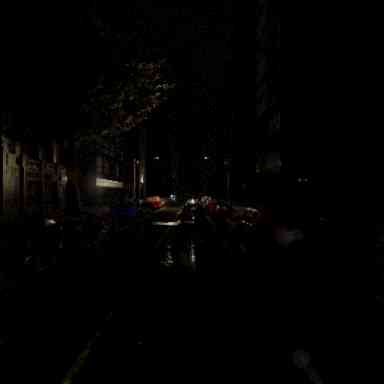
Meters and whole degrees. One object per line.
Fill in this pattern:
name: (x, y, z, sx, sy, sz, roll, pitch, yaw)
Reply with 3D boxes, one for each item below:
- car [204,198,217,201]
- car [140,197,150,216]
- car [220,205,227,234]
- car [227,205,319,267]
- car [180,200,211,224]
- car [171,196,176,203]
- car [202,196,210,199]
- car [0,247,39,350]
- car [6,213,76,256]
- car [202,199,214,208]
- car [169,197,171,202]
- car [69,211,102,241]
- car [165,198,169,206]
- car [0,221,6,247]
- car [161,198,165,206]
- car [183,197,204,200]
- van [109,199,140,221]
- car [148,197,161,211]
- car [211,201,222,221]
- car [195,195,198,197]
car: (2.678, 1.771, 39.684, 1.887, 1.381, 4.507, 0, 0, 0)
car: (-5.849, 1.629, 34.060, 1.967, 1.590, 4.097, 0, 0, 0)
car: (2.673, 1.608, 17.299, 1.752, 1.417, 4.829, 0, 0, 0)
car: (2.672, 1.368, 11.492, 2.192, 1.841, 5.009, 0, 0, 0)
car: (0.106, 1.626, 25.756, 2.128, 1.511, 4.902, 0, 0, 0)
car: (-5.843, 2.102, 84.611, 1.752, 1.417, 4.829, 0, -1, 1)
car: (2.680, 1.704, 45.323, 1.967, 1.590, 4.097, 0, 0, 0)
car: (-3.099, 1.501, 1.886, 2.128, 1.511, 4.902, 0, 0, 0)
car: (-5.853, 1.620, 11.503, 1.947, 1.339, 4.313, 0, 0, 0)
car: (2.682, 1.907, 56.600, 1.947, 1.339, 4.313, 0, 0, 0)
car: (-5.840, 1.869, 67.896, 1.967, 1.590, 4.097, 0, 0, 0)
car: (-5.852, 1.664, 17.141, 1.802, 1.307, 4.206, 0, 0, 0)
car: (-5.842, 1.824, 62.258, 1.967, 1.590, 4.097, 0, 0, 0)
car: (-5.855, 1.343, 5.864, 2.192, 1.841, 5.009, 0, 0, 0)
car: (-5.844, 1.617, 50.979, 2.192, 1.841, 5.009, 0, 0, 0)
car: (0.113, 1.749, 44.627, 2.128, 1.511, 4.902, 0, 0, 0)
van: (-5.850, 1.492, 28.421, 1.690, 1.788, 3.998, 0, 0, 0)
car: (-5.846, 1.579, 45.340, 2.192, 1.841, 5.009, 0, 0, 0)
car: (2.675, 1.733, 28.405, 1.802, 1.307, 4.206, 0, 0, 0)
car: (2.691, 1.945, 90.432, 2.192, 1.841, 5.009, 0, 0, 0)
